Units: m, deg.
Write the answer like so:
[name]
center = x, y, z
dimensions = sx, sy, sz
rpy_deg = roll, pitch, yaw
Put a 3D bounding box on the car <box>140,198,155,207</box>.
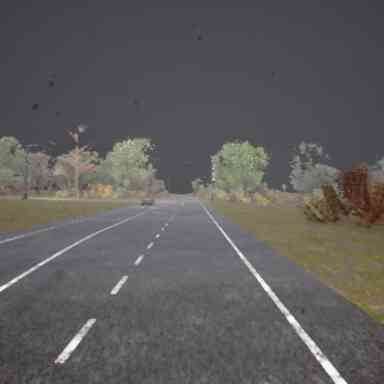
[car]
center = -7.018, 1.599, 53.265
dimensions = 2.033, 1.411, 5.357
rpy_deg = 0, 0, 0
